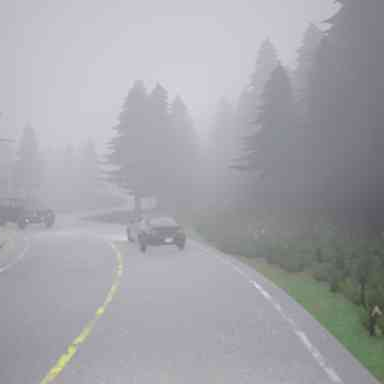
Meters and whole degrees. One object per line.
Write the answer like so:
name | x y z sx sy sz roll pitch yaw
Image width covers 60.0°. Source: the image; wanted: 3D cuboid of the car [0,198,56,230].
car | -11.914 1.445 23.713 5.566 2.045 2.150 -1 -1 41

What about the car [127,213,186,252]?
car | -1.662 1.674 14.796 1.812 1.442 4.674 0 0 -20

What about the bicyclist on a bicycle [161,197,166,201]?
bicyclist on a bicycle | -3.941 1.344 45.301 1.656 1.620 0.582 -12 0 19

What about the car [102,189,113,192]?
car | -20.409 -1.218 80.616 2.150 2.045 5.566 0 4 -21
